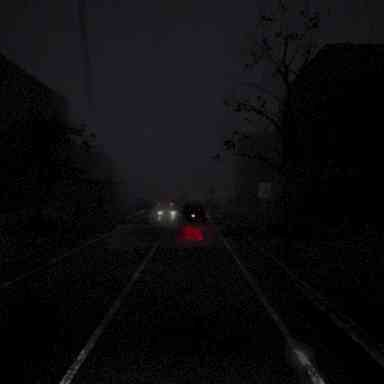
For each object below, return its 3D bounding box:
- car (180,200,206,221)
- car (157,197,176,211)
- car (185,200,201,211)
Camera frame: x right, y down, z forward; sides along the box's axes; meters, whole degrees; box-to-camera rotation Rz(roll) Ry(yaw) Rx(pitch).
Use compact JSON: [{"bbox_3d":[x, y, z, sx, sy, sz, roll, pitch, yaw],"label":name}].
[{"bbox_3d":[0.097,1.512,27.107,1.837,1.490,4.892,0,0,0],"label":"car"},{"bbox_3d":[-3.091,1.447,41.367,2.097,1.767,4.553,0,-1,0],"label":"car"},{"bbox_3d":[0.094,1.683,42.984,1.994,1.385,4.181,0,-1,0],"label":"car"}]
